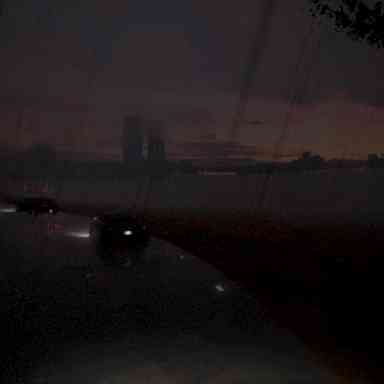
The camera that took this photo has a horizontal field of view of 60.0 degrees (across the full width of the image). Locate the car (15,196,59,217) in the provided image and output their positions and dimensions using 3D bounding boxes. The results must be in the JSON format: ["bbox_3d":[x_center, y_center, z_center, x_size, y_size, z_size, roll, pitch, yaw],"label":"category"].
[{"bbox_3d":[-12.706,1.072,27.197,4.892,1.490,1.837,4,4,40],"label":"car"}]

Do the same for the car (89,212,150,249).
[{"bbox_3d":[-3.350,1.567,14.861,1.994,1.385,4.181,-1,1,-25],"label":"car"}]
